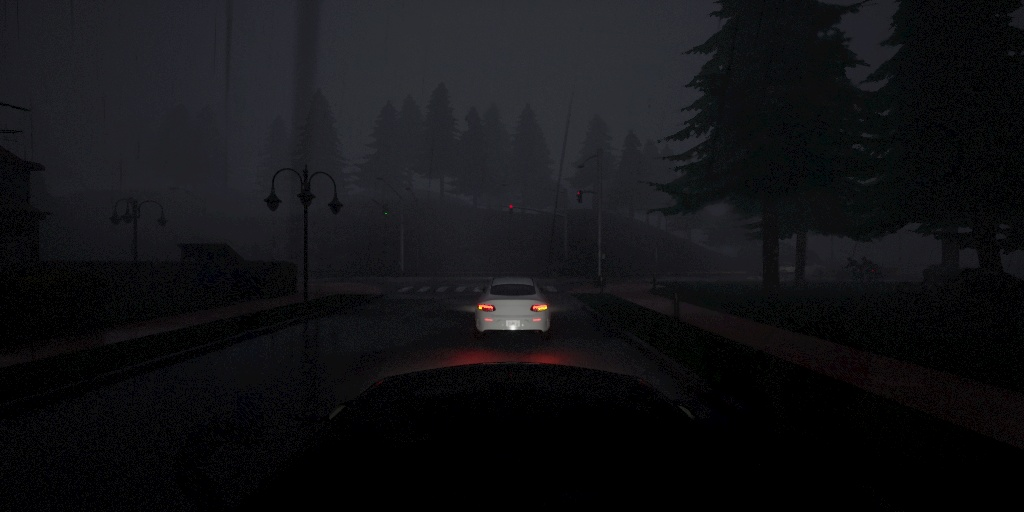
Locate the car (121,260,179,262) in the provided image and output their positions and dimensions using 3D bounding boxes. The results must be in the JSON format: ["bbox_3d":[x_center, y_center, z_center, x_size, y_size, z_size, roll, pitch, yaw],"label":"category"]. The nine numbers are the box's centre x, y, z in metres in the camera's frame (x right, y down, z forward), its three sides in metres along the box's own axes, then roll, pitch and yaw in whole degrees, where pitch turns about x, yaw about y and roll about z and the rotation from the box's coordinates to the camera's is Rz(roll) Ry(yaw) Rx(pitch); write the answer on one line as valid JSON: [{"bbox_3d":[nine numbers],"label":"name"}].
[{"bbox_3d":[-24.772,1.092,25.930,4.892,1.490,1.837,0,0,0],"label":"car"}]

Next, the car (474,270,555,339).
[{"bbox_3d":[0.021,1.276,9.964,1.812,1.442,4.674,0,0,0],"label":"car"}]

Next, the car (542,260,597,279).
[{"bbox_3d":[4.879,1.079,29.838,4.902,1.511,2.128,0,0,0],"label":"car"}]

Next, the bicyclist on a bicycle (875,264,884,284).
[{"bbox_3d":[21.777,0.892,21.987,0.582,1.620,1.656,0,0,-14],"label":"bicyclist on a bicycle"}]

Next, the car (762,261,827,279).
[{"bbox_3d":[23.520,1.113,29.935,4.674,1.442,1.812,0,0,0],"label":"car"}]

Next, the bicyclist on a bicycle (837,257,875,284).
[{"bbox_3d":[21.130,0.891,22.247,0.582,1.620,1.656,0,0,-16],"label":"bicyclist on a bicycle"}]
